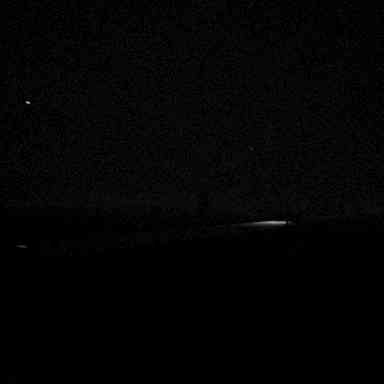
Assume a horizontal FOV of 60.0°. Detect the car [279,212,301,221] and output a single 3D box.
[{"bbox_3d":[14.548,3.613,49.530,1.895,1.301,4.718,-2,-3,35],"label":"car"}]
